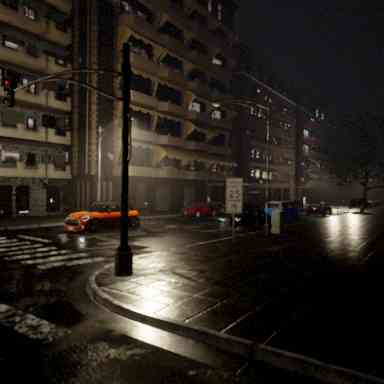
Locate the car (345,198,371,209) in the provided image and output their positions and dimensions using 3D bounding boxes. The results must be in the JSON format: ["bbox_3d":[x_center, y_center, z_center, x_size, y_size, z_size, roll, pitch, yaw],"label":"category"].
[{"bbox_3d":[27.180,1.888,54.442,2.192,1.841,5.009,1,0,36],"label":"car"}]

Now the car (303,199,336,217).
[{"bbox_3d":[14.066,1.835,36.611,1.967,1.590,4.097,1,0,36],"label":"car"}]

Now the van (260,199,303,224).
[{"bbox_3d":[7.511,1.645,27.695,1.690,1.788,3.998,1,0,36],"label":"van"}]

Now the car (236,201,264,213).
[{"bbox_3d":[7.319,1.835,41.582,1.802,1.307,4.206,1,0,36],"label":"car"}]

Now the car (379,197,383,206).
[{"bbox_3d":[37.012,2.249,67.814,1.887,1.381,4.507,1,0,36],"label":"car"}]

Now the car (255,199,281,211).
[{"bbox_3d":[10.598,1.738,46.039,1.967,1.590,4.097,1,0,36],"label":"car"}]

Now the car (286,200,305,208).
[{"bbox_3d":[17.153,1.969,54.955,1.802,1.307,4.206,1,0,36],"label":"car"}]

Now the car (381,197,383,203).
[{"bbox_3d":[40.290,2.298,72.273,2.008,1.369,4.403,1,0,36],"label":"car"}]

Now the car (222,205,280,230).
[{"bbox_3d":[4.230,1.824,23.237,1.947,1.339,4.313,1,0,36],"label":"car"}]

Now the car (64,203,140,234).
[{"bbox_3d":[-5.307,1.444,20.068,2.097,1.767,4.553,1,0,37],"label":"car"}]

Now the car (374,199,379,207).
[{"bbox_3d":[33.734,2.101,63.357,1.967,1.590,4.097,1,0,36],"label":"car"}]

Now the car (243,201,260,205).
[{"bbox_3d":[4.753,1.758,33.712,1.812,1.442,4.674,1,0,36],"label":"car"}]

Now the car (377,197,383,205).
[{"bbox_3d":[46.849,2.148,81.189,2.192,1.841,5.009,1,0,36],"label":"car"}]

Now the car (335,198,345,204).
[{"bbox_3d":[33.544,2.172,77.243,1.947,1.339,4.313,1,0,36],"label":"car"}]

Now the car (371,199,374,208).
[{"bbox_3d":[30.455,2.199,58.899,1.802,1.307,4.206,1,0,36],"label":"car"}]

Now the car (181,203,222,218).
[{"bbox_3d":[0.763,1.707,32.666,1.887,1.381,4.507,1,0,36],"label":"car"}]

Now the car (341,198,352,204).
[{"bbox_3d":[40.000,2.215,86.022,1.752,1.417,4.829,1,0,36],"label":"car"}]

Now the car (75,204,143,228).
[{"bbox_3d":[-5.794,1.621,23.751,2.008,1.369,4.403,1,0,36],"label":"car"}]

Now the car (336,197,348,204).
[{"bbox_3d":[36.824,2.089,81.702,1.967,1.590,4.097,1,0,36],"label":"car"}]
